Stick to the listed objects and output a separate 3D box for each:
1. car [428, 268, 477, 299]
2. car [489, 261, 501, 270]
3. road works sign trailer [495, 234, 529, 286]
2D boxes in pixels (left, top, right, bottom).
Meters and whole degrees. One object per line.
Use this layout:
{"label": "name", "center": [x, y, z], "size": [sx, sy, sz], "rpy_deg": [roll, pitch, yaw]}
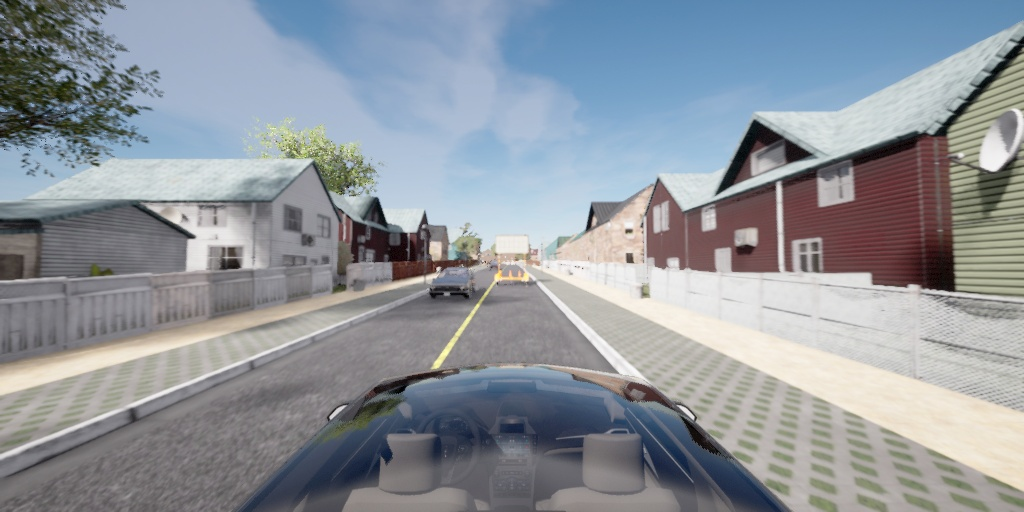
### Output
{"label": "car", "center": [-2.852, 1.311, 18.421], "size": [2.033, 1.411, 5.357], "rpy_deg": [0, 0, 0]}
{"label": "car", "center": [-2.795, 1.530, 60.217], "size": [2.033, 1.411, 5.357], "rpy_deg": [0, 0, 1]}
{"label": "road works sign trailer", "center": [-0.009, 0.245, 25.252], "size": [2.380, 3.560, 2.880], "rpy_deg": [0, 0, 1]}
